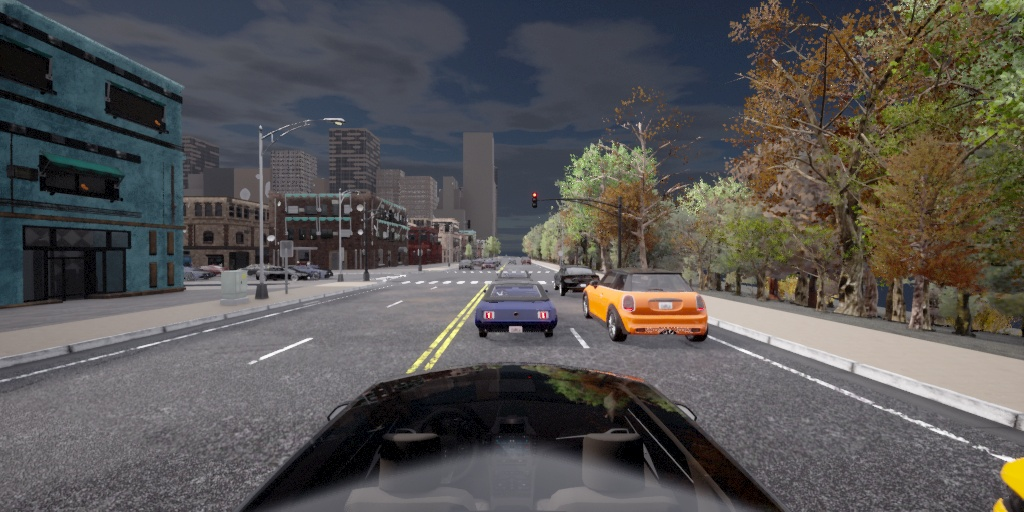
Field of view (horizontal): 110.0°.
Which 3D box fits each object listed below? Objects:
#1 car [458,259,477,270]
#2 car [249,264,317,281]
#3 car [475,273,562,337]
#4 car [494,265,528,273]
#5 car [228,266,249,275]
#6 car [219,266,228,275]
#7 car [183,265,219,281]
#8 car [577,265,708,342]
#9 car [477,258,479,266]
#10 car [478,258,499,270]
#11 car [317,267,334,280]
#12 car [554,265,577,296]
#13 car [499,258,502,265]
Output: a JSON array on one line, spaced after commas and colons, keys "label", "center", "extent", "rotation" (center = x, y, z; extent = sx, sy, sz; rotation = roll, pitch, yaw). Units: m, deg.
[{"label": "car", "center": [-6.569, 1.241, 51.957], "extent": [1.837, 1.490, 4.892], "rotation": [0, 0, 0]}, {"label": "car", "center": [-19.935, 1.561, 31.336], "extent": [4.313, 1.339, 1.948], "rotation": [0, 0, 0]}, {"label": "car", "center": [0.103, 1.349, 10.219], "extent": [1.895, 1.301, 4.718], "rotation": [0, 0, 0]}, {"label": "car", "center": [0.108, 1.347, 19.381], "extent": [1.895, 1.301, 4.718], "rotation": [0, 0, 0]}, {"label": "car", "center": [-28.264, 1.556, 39.852], "extent": [4.403, 1.370, 2.007], "rotation": [0, 0, 0]}, {"label": "car", "center": [-33.800, 1.650, 39.861], "extent": [4.207, 1.307, 1.802], "rotation": [0, 0, 0]}, {"label": "car", "center": [-30.973, 1.658, 34.063], "extent": [4.181, 1.385, 1.994], "rotation": [-1, 1, 0]}, {"label": "car", "center": [3.350, 1.100, 9.940], "extent": [2.097, 1.767, 4.553], "rotation": [0, 0, 0]}, {"label": "car", "center": [-6.542, 1.294, 62.919], "extent": [1.994, 1.385, 4.181], "rotation": [0, 0, 0]}, {"label": "car", "center": [-3.317, 1.300, 52.047], "extent": [1.994, 1.385, 4.181], "rotation": [0, 0, 0]}, {"label": "car", "center": [-19.314, 1.525, 34.043], "extent": [4.181, 1.385, 1.994], "rotation": [-1, 1, 0]}, {"label": "car", "center": [3.357, 1.224, 19.223], "extent": [1.882, 1.535, 5.008], "rotation": [0, 0, 1]}, {"label": "car", "center": [-3.288, 1.278, 63.286], "extent": [2.033, 1.411, 5.357], "rotation": [0, 0, 0]}]
